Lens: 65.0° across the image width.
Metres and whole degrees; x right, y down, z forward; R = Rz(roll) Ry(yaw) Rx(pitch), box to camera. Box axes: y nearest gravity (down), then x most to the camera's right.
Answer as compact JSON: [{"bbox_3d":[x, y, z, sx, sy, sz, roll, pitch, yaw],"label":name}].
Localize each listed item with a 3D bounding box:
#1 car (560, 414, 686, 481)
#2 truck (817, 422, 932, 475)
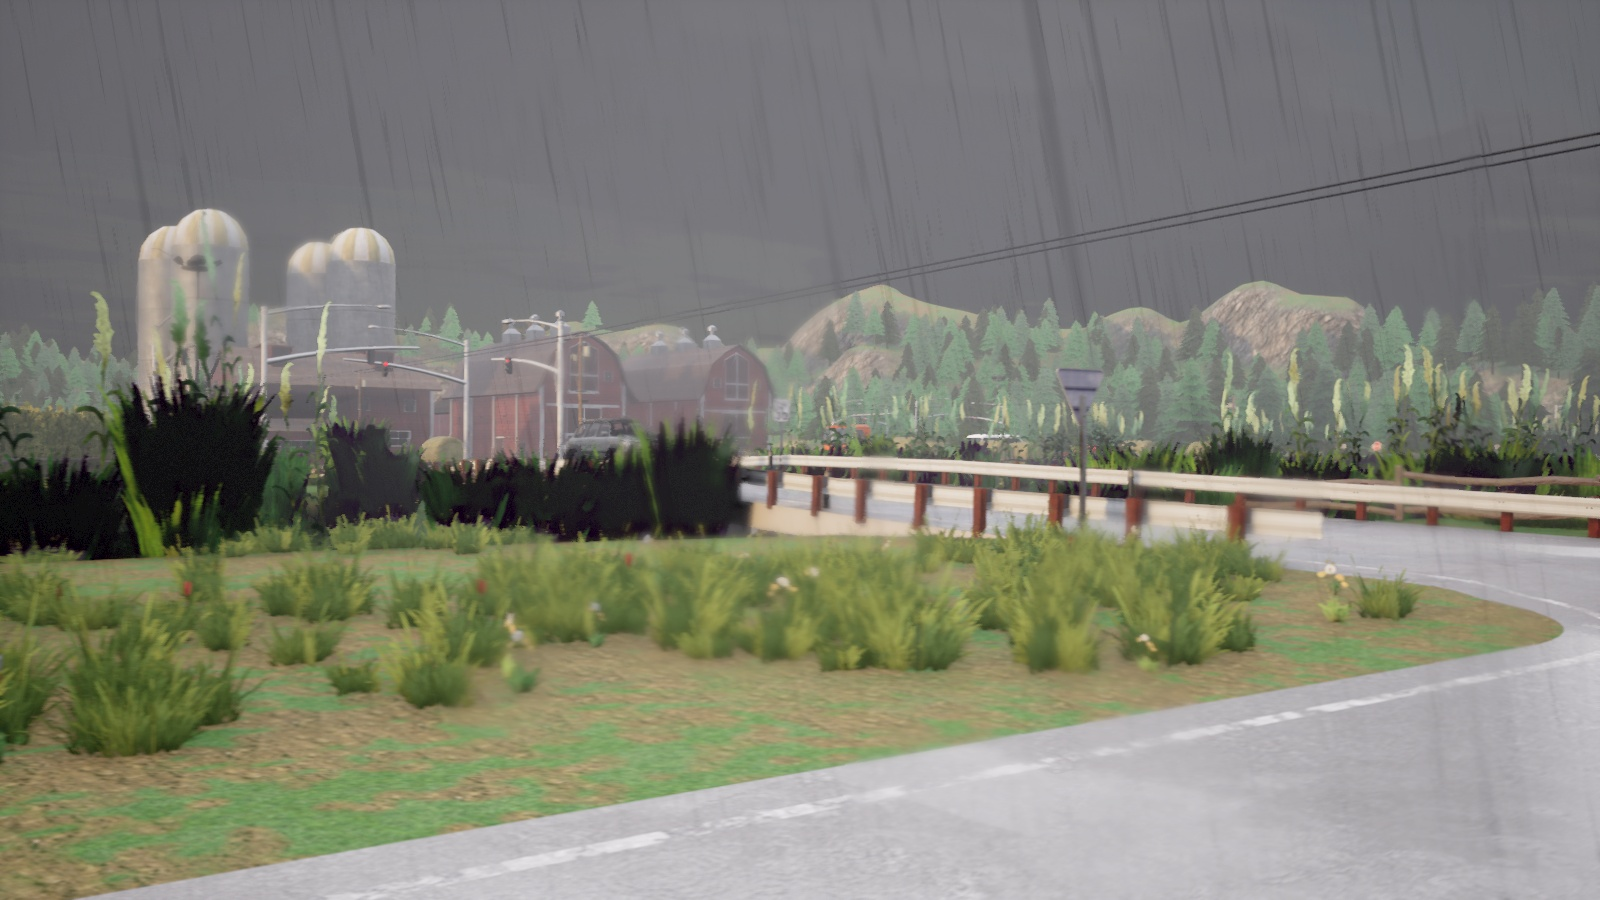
[{"bbox_3d":[-5.317,-0.060,37.227,1.932,1.855,4.605,0,0,-33],"label":"car"},{"bbox_3d":[5.158,-0.081,85.762,7.936,3.462,2.891,0,0,-38],"label":"truck"}]
